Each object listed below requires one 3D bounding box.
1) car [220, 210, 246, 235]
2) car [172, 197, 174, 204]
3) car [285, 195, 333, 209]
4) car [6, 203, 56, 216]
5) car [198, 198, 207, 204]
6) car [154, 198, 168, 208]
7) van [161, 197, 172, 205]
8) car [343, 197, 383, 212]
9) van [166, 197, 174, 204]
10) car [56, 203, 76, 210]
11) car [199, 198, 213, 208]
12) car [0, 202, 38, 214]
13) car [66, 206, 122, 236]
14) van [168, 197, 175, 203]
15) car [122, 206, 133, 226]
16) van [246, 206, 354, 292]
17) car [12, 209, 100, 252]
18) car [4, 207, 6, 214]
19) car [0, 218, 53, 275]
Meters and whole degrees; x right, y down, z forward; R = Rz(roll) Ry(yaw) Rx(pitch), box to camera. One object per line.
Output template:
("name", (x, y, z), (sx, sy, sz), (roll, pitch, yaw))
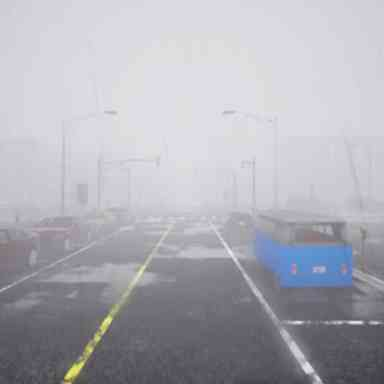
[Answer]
("car", (2.690, 1.748, 19.960), (1.947, 1.339, 4.313), (-1, -1, 0))
("car", (-5.686, 2.218, 74.661), (1.887, 1.381, 4.507), (0, -1, 0))
("car", (14.236, 1.415, 40.720), (5.566, 2.045, 2.150), (-1, 0, -1))
("car", (-18.075, 2.015, 37.474), (4.097, 1.590, 1.967), (-1, 1, -1))
("car", (2.696, 2.324, 85.752), (2.008, 1.369, 4.403), (-1, -1, 0))
("car", (-5.687, 2.106, 58.022), (1.802, 1.307, 4.206), (0, -1, 0))
("van", (-5.688, 1.965, 69.116), (1.690, 1.788, 3.998), (0, -1, 0))
("car", (19.940, 1.440, 38.120), (5.009, 1.841, 2.192), (-1, 1, -1))
("van", (-5.687, 2.114, 85.754), (1.690, 1.788, 3.998), (0, -1, 0))
("car", (-18.192, 2.143, 45.822), (4.313, 1.339, 1.947), (-1, 1, -1))
("car", (2.692, 2.051, 58.192), (1.752, 1.417, 4.829), (-1, -1, 0))
("car", (-24.016, 2.171, 45.717), (4.829, 1.417, 1.752), (-1, 1, -1))
("car", (-5.692, 1.706, 19.791), (1.752, 1.417, 4.829), (0, -1, 0))
("van", (-5.686, 2.164, 91.300), (1.690, 1.788, 3.998), (0, -1, 0))
("car", (-5.691, 1.777, 25.505), (1.887, 1.381, 4.507), (0, -1, 0))
("van", (2.686, 1.423, 8.874), (1.690, 1.788, 3.998), (-1, -1, 0))
("car", (-5.692, 1.677, 14.417), (1.887, 1.381, 4.507), (0, -1, 0))
("car", (-23.730, 1.956, 37.371), (5.009, 1.841, 2.192), (-1, 1, -1))
("car", (-5.693, 1.627, 8.873), (1.887, 1.381, 4.507), (0, -1, 0))
